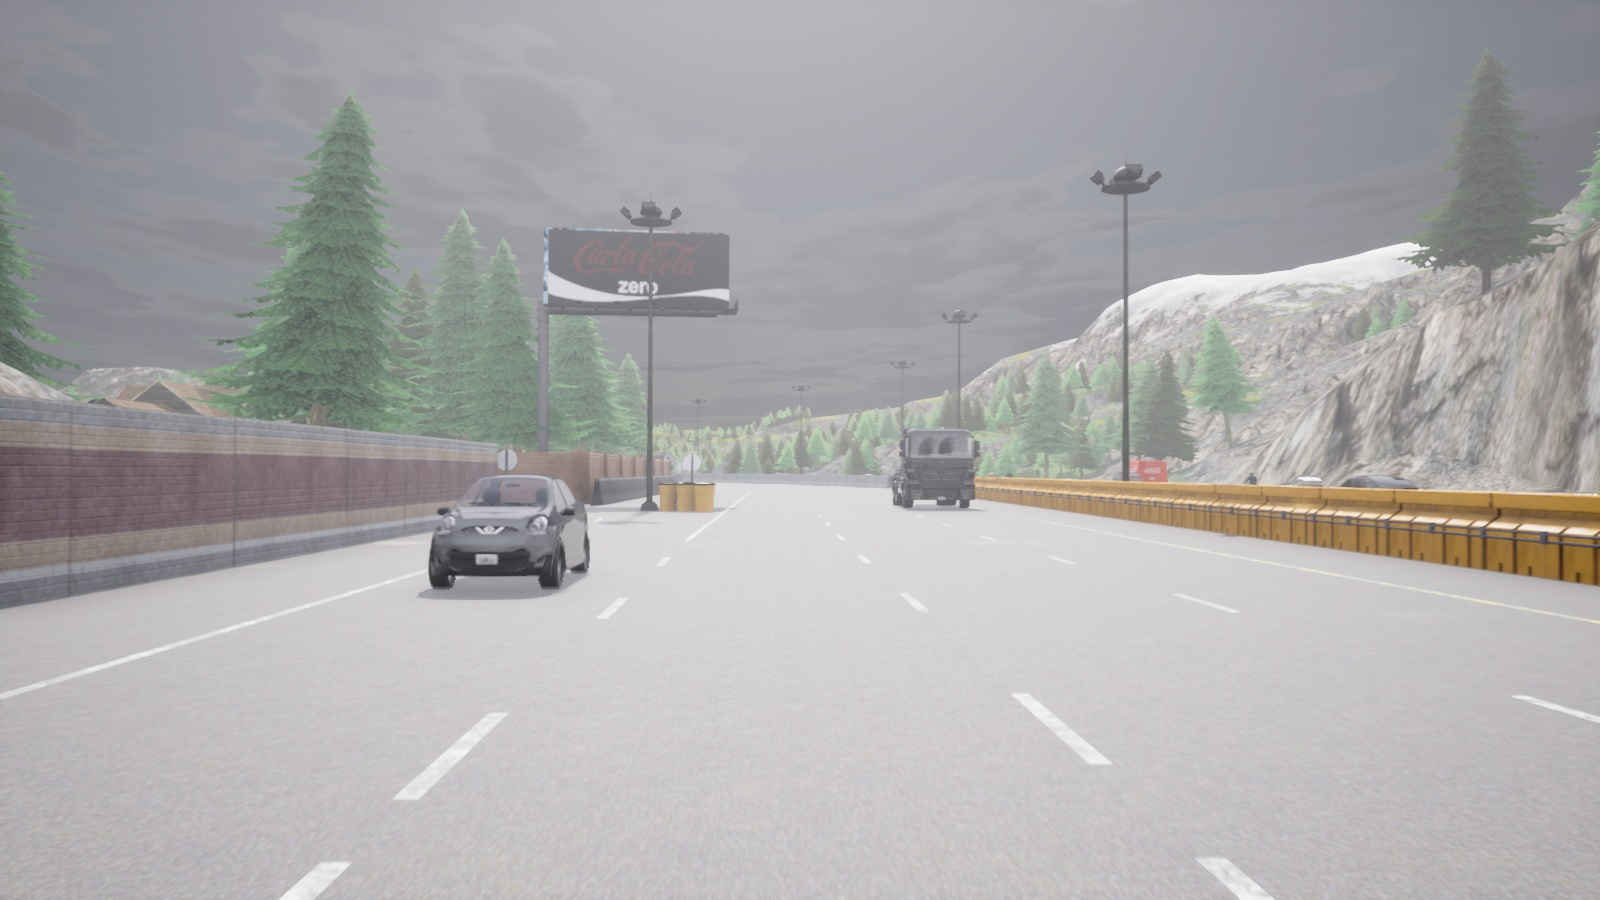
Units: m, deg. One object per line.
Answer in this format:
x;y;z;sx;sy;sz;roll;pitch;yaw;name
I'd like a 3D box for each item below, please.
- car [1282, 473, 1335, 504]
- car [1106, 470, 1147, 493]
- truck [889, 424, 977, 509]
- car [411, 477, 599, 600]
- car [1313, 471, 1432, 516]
23.223;1.735;57.430;1.481;1.376;2.207;0;0;-1;car
22.715;2.164;87.443;1.789;1.549;3.705;0;-1;-1;car
5.748;0.740;55.586;2.891;3.462;7.936;0;-1;-1;truck
-3.956;1.137;17.416;1.845;1.501;3.633;0;-1;-2;car
19.959;1.475;44.050;1.837;1.490;4.892;0;-1;-1;car
